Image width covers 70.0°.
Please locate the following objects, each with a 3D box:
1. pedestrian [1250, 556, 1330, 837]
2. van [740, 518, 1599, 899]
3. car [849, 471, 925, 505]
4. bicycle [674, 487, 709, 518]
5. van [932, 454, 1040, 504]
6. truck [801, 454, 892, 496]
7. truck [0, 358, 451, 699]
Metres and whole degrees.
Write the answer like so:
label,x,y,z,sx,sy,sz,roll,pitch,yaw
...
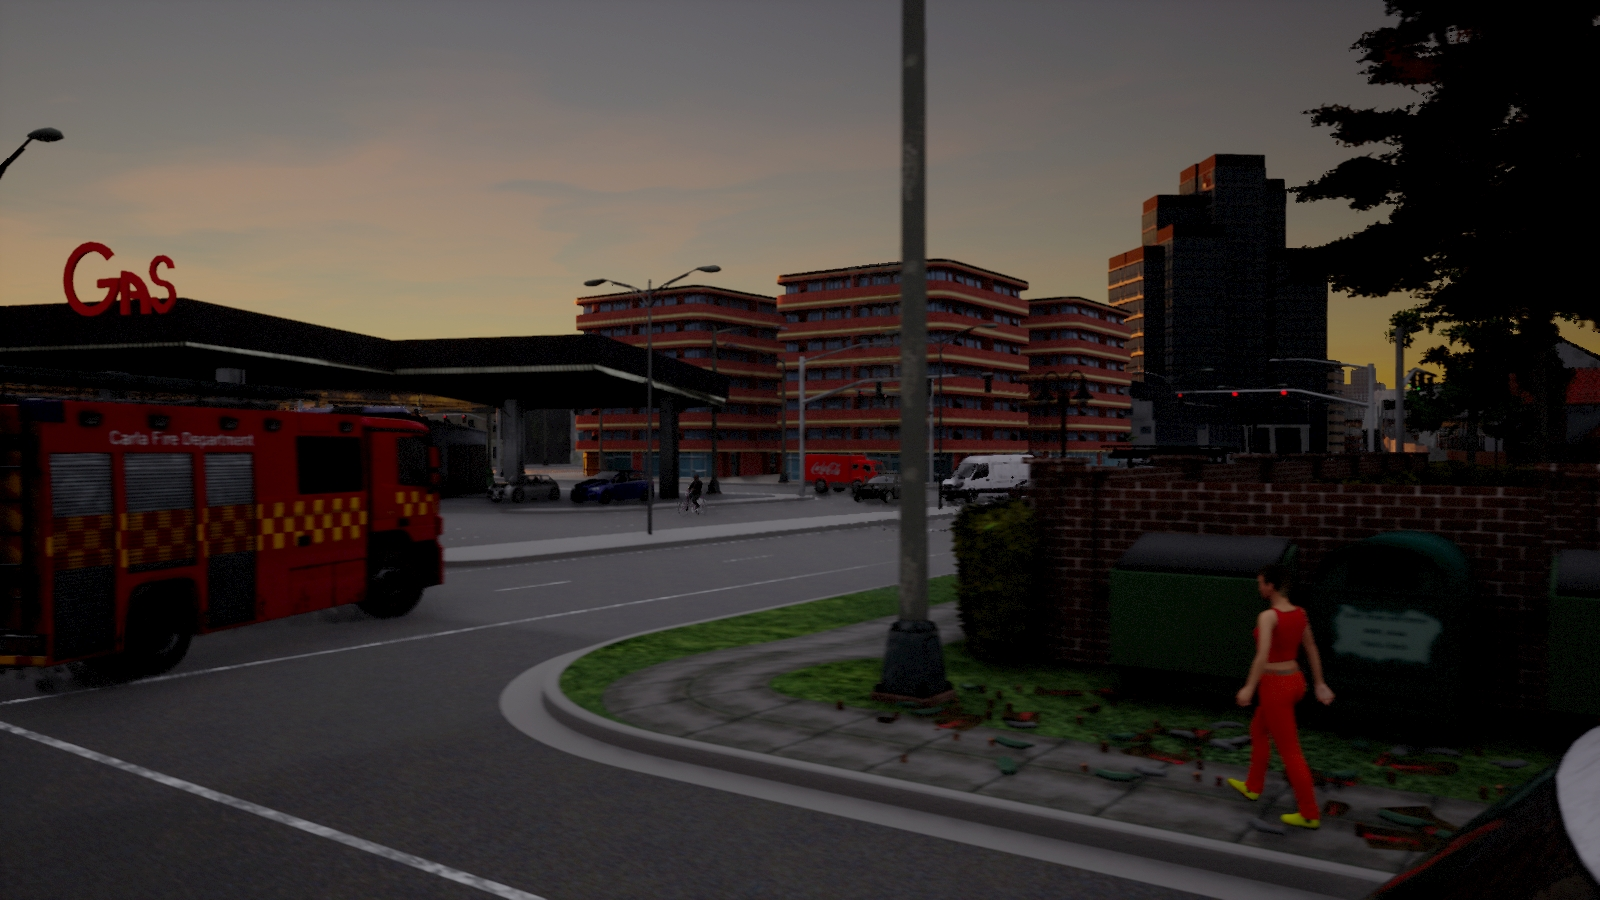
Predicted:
label,x,y,z,sx,sy,sz,roll,pitch,yaw
pedestrian,3.437,1.696,8.017,0.375,1.860,0.375,0,0,-34
van,2.854,1.534,1.779,5.915,2.561,1.988,0,0,35
car,4.734,1.983,61.300,2.097,1.638,5.238,0,0,29
bicycle,-4.561,2.198,48.104,0.329,1.196,1.835,0,0,34
van,10.135,1.534,61.974,5.915,2.561,1.988,0,-1,-33
truck,2.994,1.545,73.961,5.204,2.467,2.627,2,1,34
truck,-8.854,0.890,17.276,2.891,3.827,8.468,0,0,14
